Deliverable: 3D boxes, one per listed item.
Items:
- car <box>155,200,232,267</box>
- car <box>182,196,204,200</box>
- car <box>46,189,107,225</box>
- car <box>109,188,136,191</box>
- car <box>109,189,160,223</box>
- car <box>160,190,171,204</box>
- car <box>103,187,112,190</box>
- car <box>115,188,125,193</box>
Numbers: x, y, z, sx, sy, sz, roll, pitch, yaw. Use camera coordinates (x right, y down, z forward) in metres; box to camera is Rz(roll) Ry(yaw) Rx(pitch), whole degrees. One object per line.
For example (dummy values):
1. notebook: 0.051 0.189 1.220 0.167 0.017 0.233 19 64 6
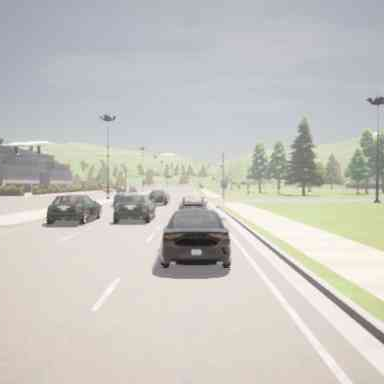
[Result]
1. car: 0.095 1.241 10.493 1.882 1.535 5.008 0 1 0
2. car: 0.054 1.019 21.103 2.128 1.511 4.902 0 1 -1
3. car: -6.952 0.903 20.096 2.097 1.767 4.553 0 1 0
4. car: -7.309 0.683 36.264 2.128 1.511 4.902 0 1 -2
5. car: -3.455 0.888 20.747 2.097 1.767 4.553 0 1 0
6. car: -3.640 0.512 37.548 2.097 1.767 4.553 0 1 2
7. car: -23.348 -0.688 91.673 2.097 1.767 4.553 0 1 0
8. car: -19.848 -0.447 91.625 1.895 1.301 4.718 0 1 0
